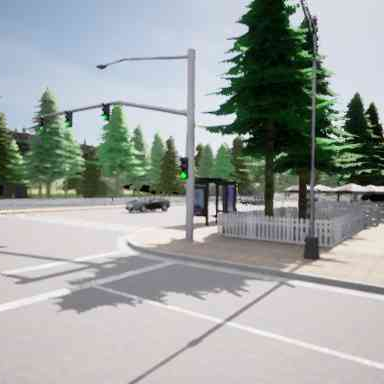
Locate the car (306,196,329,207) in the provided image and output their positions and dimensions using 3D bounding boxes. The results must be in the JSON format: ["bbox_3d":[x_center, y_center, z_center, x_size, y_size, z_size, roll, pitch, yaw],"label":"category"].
[{"bbox_3d":[16.009,1.253,43.558,4.902,1.511,2.128,0,0,-37],"label":"car"}]

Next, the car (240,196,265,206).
[{"bbox_3d":[9.001,1.245,47.113,4.718,1.301,1.895,0,1,-40],"label":"car"}]

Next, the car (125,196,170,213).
[{"bbox_3d":[-4.066,1.115,31.123,2.128,1.511,4.902,1,1,36],"label":"car"}]
